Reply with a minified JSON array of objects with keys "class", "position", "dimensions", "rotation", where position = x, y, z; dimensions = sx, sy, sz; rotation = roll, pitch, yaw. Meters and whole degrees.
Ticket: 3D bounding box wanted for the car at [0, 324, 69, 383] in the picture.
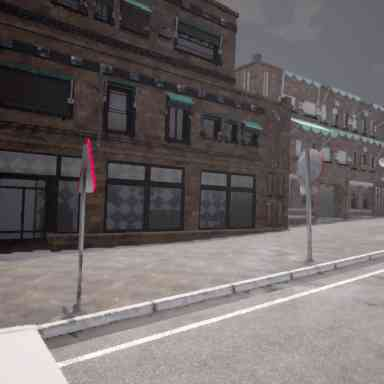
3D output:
[{"class":"car","position":[-3.052,1.600,1.511],"dimensions":[4.718,1.301,1.895],"rotation":[0,0,-35]}]
